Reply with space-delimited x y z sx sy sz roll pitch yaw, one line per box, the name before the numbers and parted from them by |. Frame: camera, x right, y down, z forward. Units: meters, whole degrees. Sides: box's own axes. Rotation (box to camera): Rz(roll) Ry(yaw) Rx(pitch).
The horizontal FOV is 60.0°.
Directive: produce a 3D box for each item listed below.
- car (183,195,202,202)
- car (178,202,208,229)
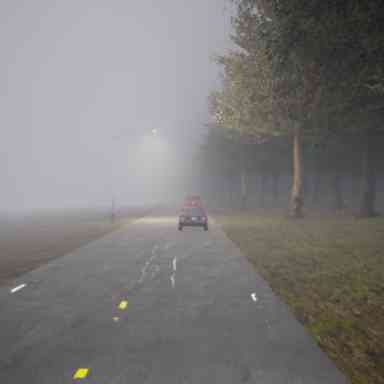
car | 0.055 1.418 41.224 2.150 2.045 5.566 0 -1 0
car | 0.071 1.646 22.139 2.033 1.411 5.357 0 0 0
